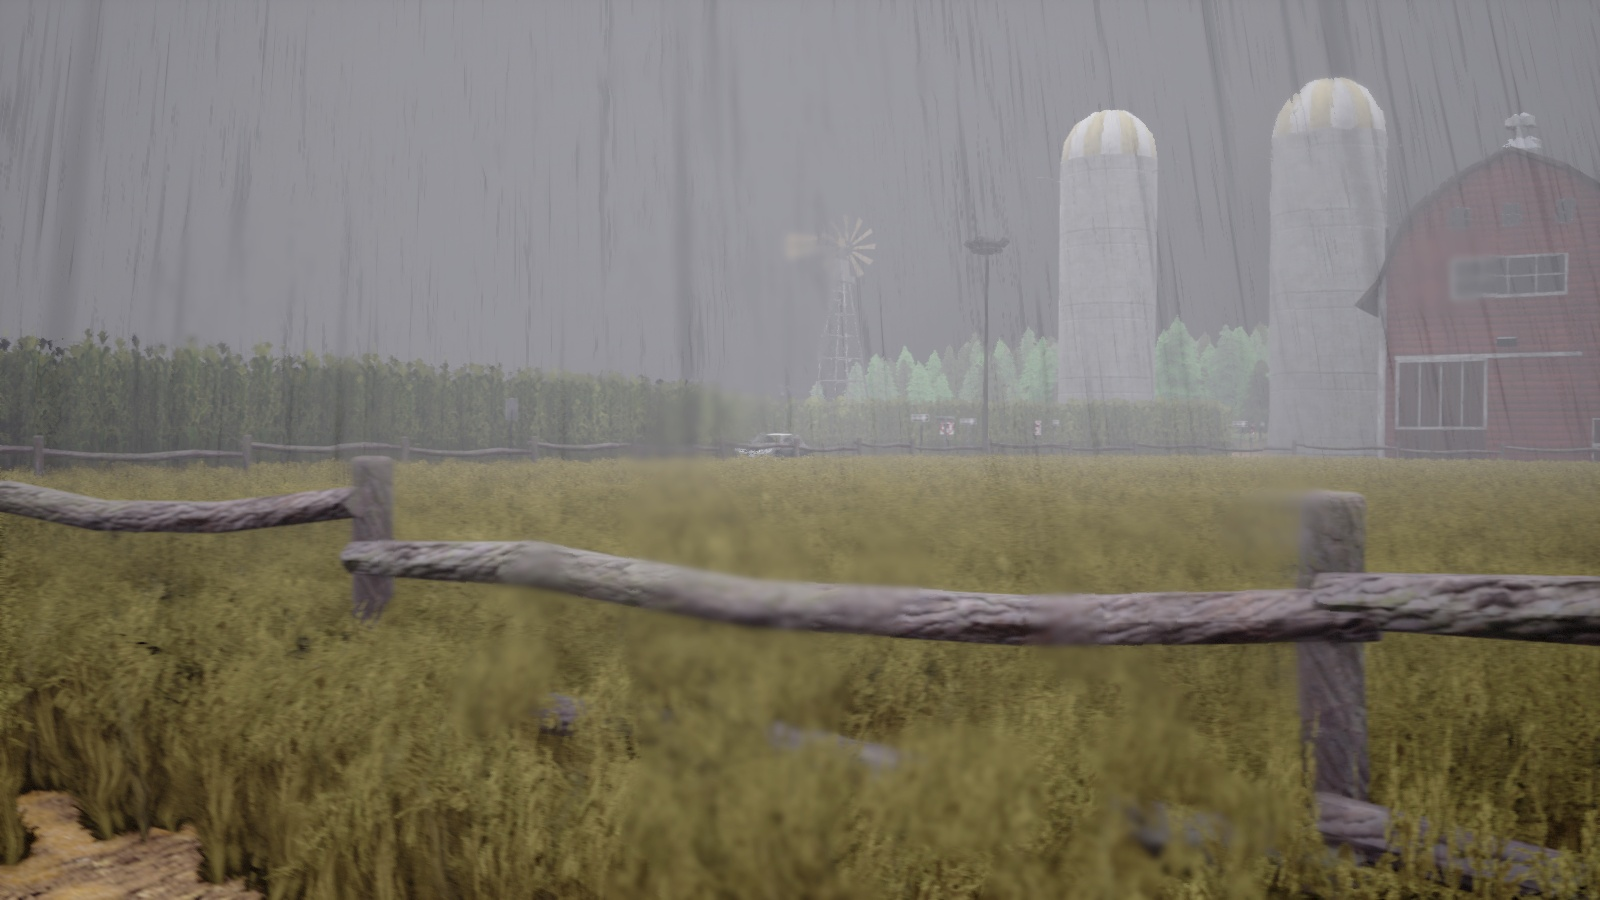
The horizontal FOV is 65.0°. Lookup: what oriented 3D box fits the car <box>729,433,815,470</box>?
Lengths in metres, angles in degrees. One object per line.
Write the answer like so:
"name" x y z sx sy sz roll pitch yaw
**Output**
"car" -1.119 0.029 52.843 1.970 1.475 3.806 0 1 29
